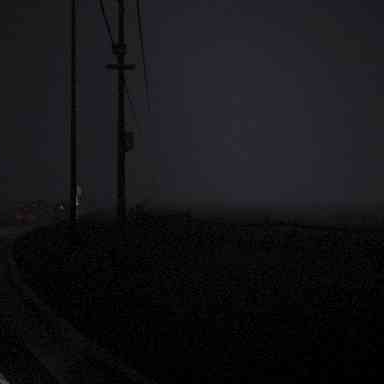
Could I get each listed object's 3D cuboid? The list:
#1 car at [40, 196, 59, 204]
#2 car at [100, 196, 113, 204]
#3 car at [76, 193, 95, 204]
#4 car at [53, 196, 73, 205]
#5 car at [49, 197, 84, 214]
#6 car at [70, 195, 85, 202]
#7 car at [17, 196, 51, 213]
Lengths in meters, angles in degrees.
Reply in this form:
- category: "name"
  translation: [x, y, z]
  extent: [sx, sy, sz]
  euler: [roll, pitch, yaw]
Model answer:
- category: "car"
  translation: [-26.480, 1.532, 61.860]
  extent: [1.994, 1.385, 4.181]
  euler: [0, 0, -6]
- category: "car"
  translation: [-15.954, 1.479, 62.087]
  extent: [1.837, 1.490, 4.892]
  euler: [0, 1, -6]
- category: "car"
  translation: [-19.384, 1.193, 61.197]
  extent: [2.150, 2.045, 5.566]
  euler: [0, 0, -6]
- category: "car"
  translation: [-22.776, 1.518, 58.881]
  extent: [2.033, 1.411, 5.357]
  euler: [0, 0, -6]
- category: "car"
  translation: [-13.379, 1.546, 35.612]
  extent: [1.994, 1.385, 4.181]
  euler: [0, 0, -6]
- category: "car"
  translation: [-23.781, 1.352, 69.252]
  extent: [1.994, 1.385, 4.181]
  euler: [0, 0, -6]
- category: "car"
  translation: [-16.934, 1.507, 35.918]
  extent: [1.812, 1.442, 4.674]
  euler: [0, 0, -6]
